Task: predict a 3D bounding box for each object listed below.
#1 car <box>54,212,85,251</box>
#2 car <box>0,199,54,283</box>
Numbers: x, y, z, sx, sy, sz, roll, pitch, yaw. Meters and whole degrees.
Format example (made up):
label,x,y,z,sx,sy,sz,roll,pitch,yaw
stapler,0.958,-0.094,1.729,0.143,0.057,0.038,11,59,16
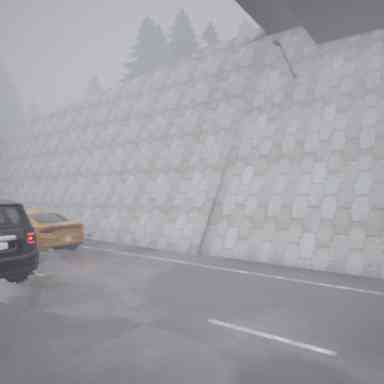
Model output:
label,x,y,z,sx,sy,sz,roll,pitch,yaw
car,-6.220,1.439,12.727,5.008,1.535,1.882,0,0,35
car,-6.094,1.191,8.337,5.566,2.045,2.150,0,0,35
